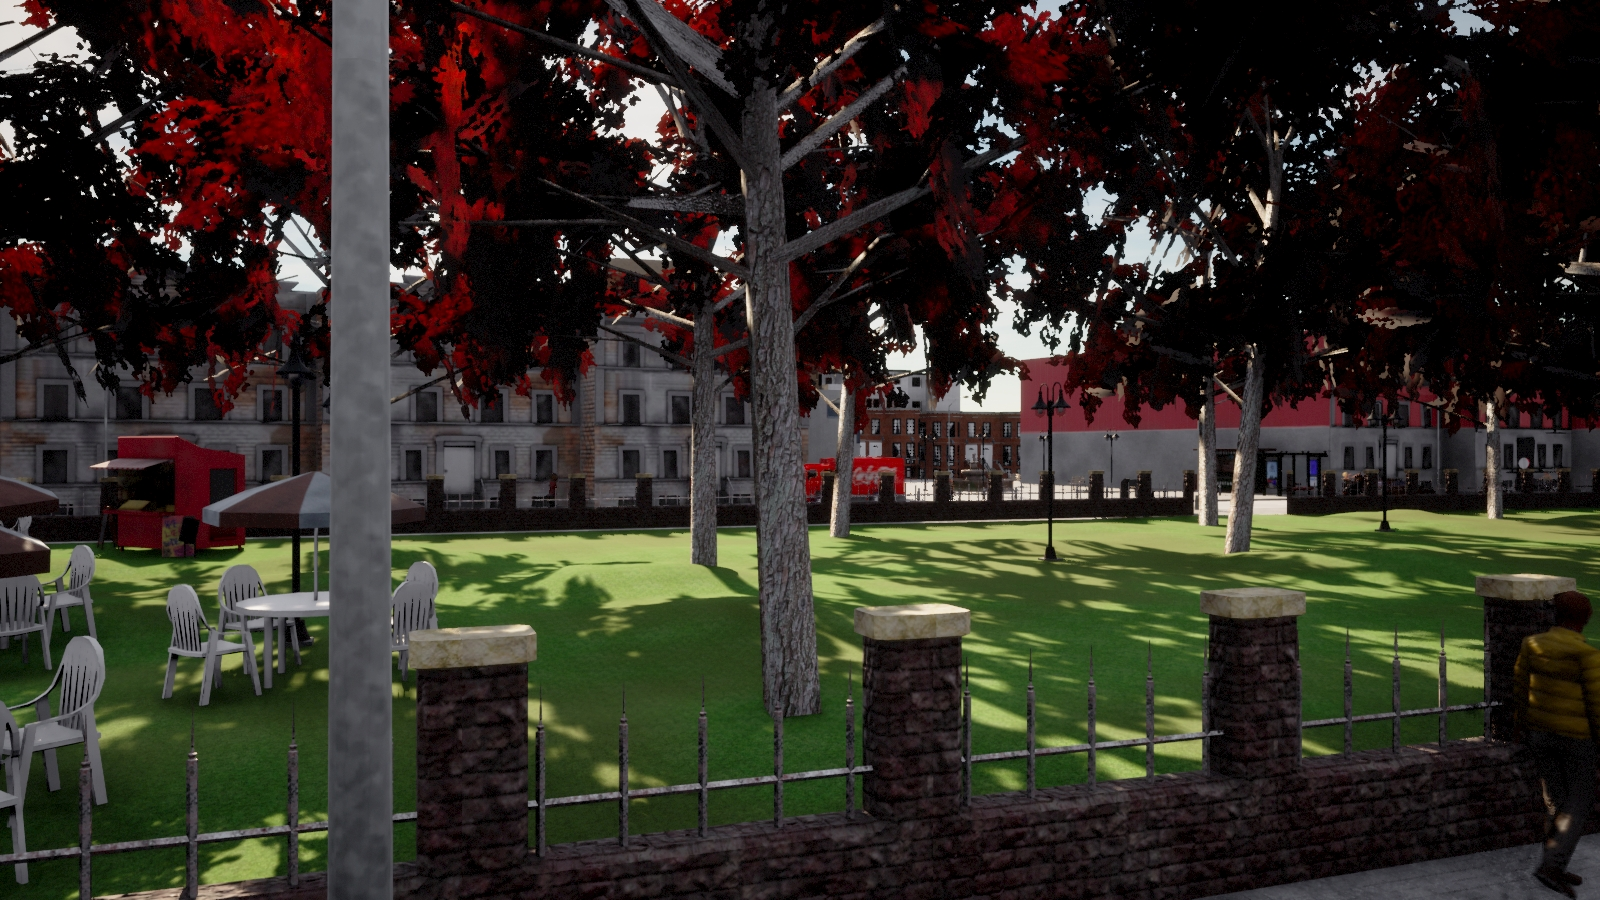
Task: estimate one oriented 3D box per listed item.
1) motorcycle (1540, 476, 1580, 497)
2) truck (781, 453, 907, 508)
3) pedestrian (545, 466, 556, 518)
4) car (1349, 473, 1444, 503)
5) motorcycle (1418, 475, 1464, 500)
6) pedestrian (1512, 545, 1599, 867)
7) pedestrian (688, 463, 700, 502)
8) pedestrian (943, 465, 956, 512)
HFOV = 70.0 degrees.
[{"bbox_3d":[41.970,2.017,63.074,2.033,1.145,0.803,0,0,-20],"label":"motorcycle"},{"bbox_3d":[2.029,1.356,52.761,5.204,2.467,2.627,0,0,-20],"label":"truck"},{"bbox_3d":[-9.037,1.527,41.373,0.375,1.860,0.375,0,0,-16],"label":"pedestrian"},{"bbox_3d":[30.795,1.936,58.993,4.181,1.385,1.994,-1,0,-20],"label":"car"},{"bbox_3d":[33.668,1.970,60.041,2.356,1.277,0.764,0,0,-20],"label":"motorcycle"},{"bbox_3d":[4.660,1.528,6.978,0.375,1.860,0.375,0,0,-20],"label":"pedestrian"},{"bbox_3d":[-5.014,1.530,54.097,0.375,1.860,0.375,0,0,44],"label":"pedestrian"},{"bbox_3d":[5.930,1.531,45.298,0.375,1.860,0.375,0,0,-37],"label":"pedestrian"}]
